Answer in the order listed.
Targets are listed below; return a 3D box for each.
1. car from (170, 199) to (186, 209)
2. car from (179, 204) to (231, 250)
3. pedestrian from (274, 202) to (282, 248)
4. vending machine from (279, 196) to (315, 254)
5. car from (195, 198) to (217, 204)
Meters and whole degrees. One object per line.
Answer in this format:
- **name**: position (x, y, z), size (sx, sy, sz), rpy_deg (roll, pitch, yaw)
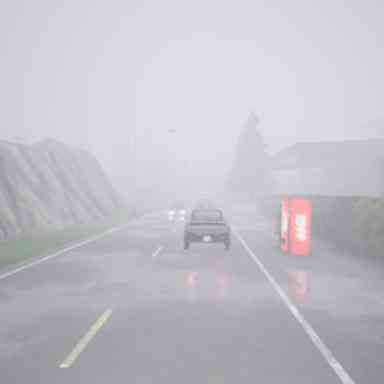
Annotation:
- **car**: position (-1.818, 1.583, 43.817), size (1.895, 1.301, 4.718), rpy_deg (0, 0, 3)
- **car**: position (0.645, 1.494, 14.498), size (2.128, 1.511, 4.902), rpy_deg (0, 0, 2)
- **pedestrian**: position (3.677, 1.318, 13.558), size (0.375, 1.860, 0.375), rpy_deg (0, 0, 2)
- **vending machine**: position (3.962, 1.222, 12.617), size (1.100, 2.100, 0.880), rpy_deg (0, 0, 2)
- **car**: position (1.395, 1.358, 33.458), size (2.097, 1.767, 4.553), rpy_deg (0, 0, 2)
